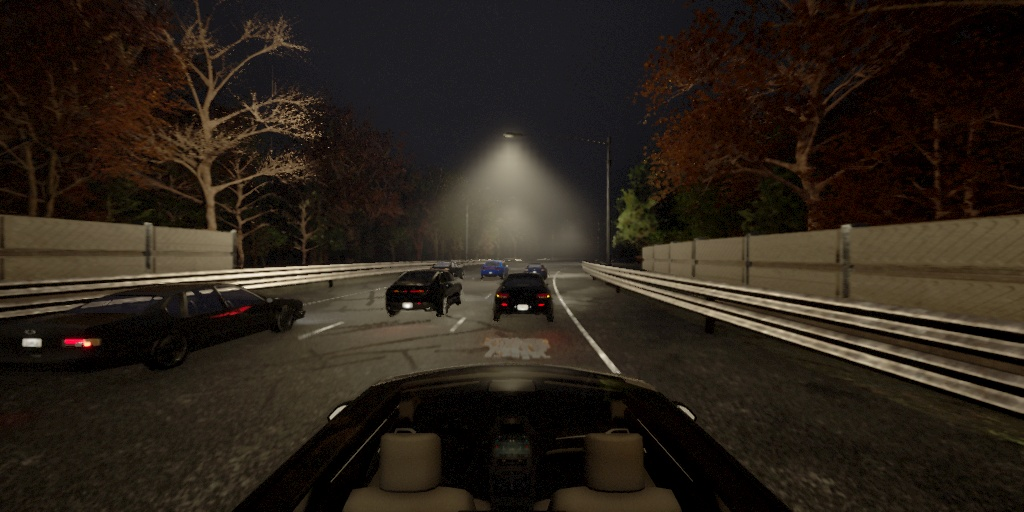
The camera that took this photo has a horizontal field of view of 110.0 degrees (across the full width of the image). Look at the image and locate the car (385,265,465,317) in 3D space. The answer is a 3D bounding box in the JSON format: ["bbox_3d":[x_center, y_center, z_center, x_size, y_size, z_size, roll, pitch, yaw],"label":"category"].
[{"bbox_3d":[-3.033,1.241,13.224,1.837,1.490,4.892,0,0,3],"label":"car"}]

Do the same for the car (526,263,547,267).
[{"bbox_3d":[2.123,1.309,31.779,1.994,1.385,4.181,0,0,7],"label":"car"}]

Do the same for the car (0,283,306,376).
[{"bbox_3d":[-6.777,1.280,7.623,2.033,1.411,5.357,0,0,2],"label":"car"}]

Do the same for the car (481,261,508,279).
[{"bbox_3d":[-1.443,1.205,31.482,1.882,1.535,5.008,0,0,7],"label":"car"}]

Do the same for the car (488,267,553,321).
[{"bbox_3d":[0.408,1.273,12.339,1.812,1.442,4.674,0,0,3],"label":"car"}]

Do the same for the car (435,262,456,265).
[{"bbox_3d":[-5.218,1.203,29.289,2.128,1.511,4.902,0,0,6],"label":"car"}]
